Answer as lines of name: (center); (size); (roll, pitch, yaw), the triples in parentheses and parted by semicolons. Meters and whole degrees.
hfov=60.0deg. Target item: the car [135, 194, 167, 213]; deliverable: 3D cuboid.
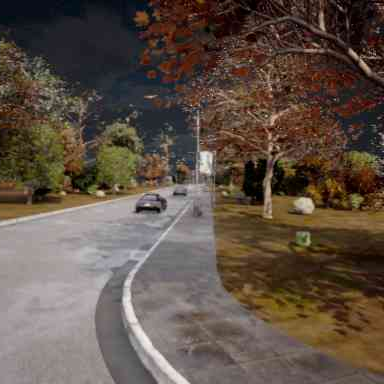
car: (-3.136, 0.825, 26.161); (1.994, 1.385, 4.181); (1, 2, 3)

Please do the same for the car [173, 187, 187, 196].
car: (-1.824, -0.158, 52.188); (1.994, 1.385, 4.181); (1, 2, 3)
